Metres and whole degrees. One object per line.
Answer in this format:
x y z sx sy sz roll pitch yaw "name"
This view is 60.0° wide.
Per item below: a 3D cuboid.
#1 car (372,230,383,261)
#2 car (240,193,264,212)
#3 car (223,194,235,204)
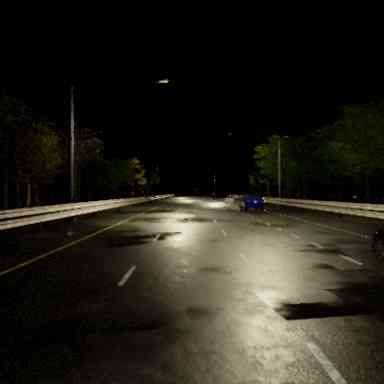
7.012 1.490 9.350 2.128 1.511 4.902 0 0 0 "car"
7.107 1.224 39.784 2.150 2.045 5.566 0 0 0 "car"
7.224 1.530 63.737 1.812 1.442 4.674 0 0 0 "car"
